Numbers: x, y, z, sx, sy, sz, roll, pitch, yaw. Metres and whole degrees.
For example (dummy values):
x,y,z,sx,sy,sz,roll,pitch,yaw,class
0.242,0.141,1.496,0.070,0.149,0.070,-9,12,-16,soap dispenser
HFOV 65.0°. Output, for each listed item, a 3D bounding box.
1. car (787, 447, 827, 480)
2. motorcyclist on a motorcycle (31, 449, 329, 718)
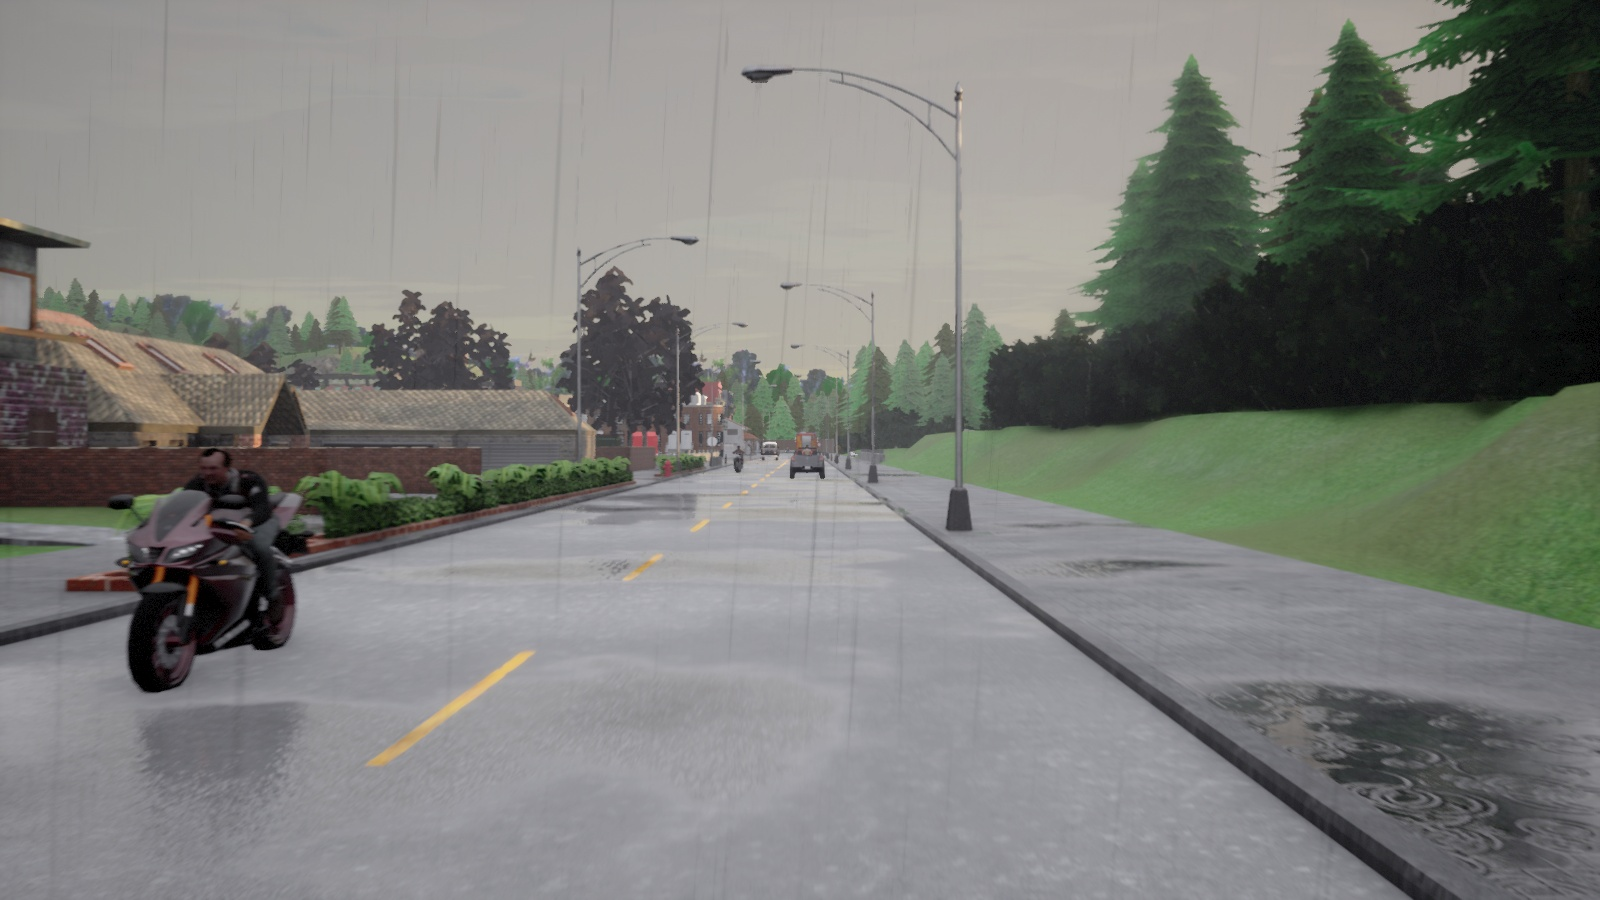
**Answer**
x,y,z,sx,sy,sz,roll,pitch,yaw,class
0.347,0.615,59.945,1.845,1.501,3.633,0,0,0,car
-3.937,0.759,8.240,0.866,1.530,2.191,0,0,0,motorcyclist on a motorcycle
